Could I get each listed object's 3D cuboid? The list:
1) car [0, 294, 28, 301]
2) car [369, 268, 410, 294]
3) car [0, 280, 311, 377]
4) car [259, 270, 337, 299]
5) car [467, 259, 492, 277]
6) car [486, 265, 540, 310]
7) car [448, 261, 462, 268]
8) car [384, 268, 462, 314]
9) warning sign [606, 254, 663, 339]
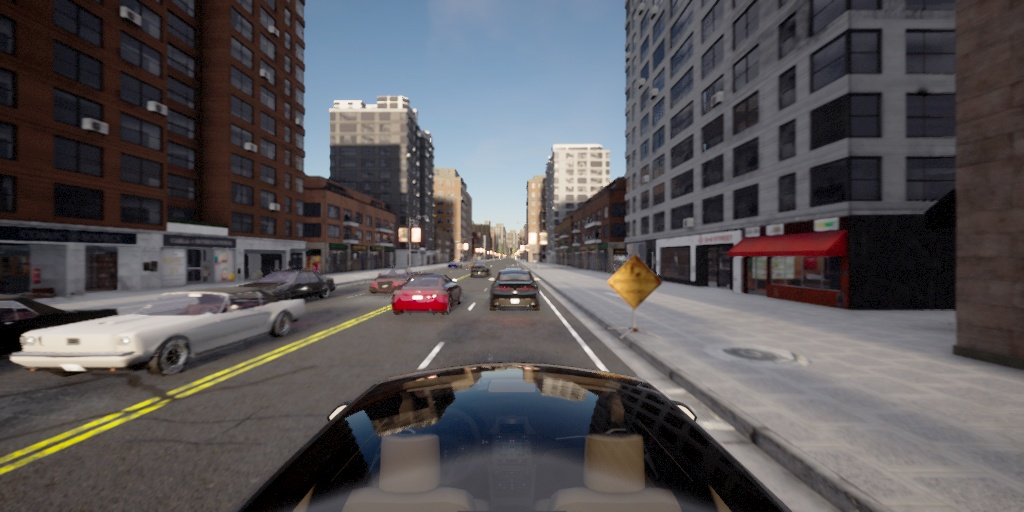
[{"bbox_3d":[-9.844,1.367,5.863,1.895,1.301,4.718,0,0,0],"label":"car"},{"bbox_3d":[-6.573,1.381,20.573,1.994,1.385,4.181,0,0,0],"label":"car"},{"bbox_3d":[-6.597,1.373,7.591,1.895,1.301,4.718,0,0,0],"label":"car"},{"bbox_3d":[-9.841,1.349,15.928,2.033,1.411,5.357,0,0,0],"label":"car"},{"bbox_3d":[-3.159,1.387,36.984,1.837,1.490,4.892,0,0,0],"label":"car"},{"bbox_3d":[0.102,1.302,14.820,1.837,1.490,4.892,0,0,0],"label":"car"},{"bbox_3d":[-9.765,1.576,61.419,1.895,1.301,4.718,0,0,1],"label":"car"},{"bbox_3d":[-3.148,1.358,13.969,1.994,1.385,4.181,0,0,0],"label":"car"},{"bbox_3d":[2.851,0.888,8.393,1.300,1.860,1.060,0,0,0],"label":"warning sign"}]
